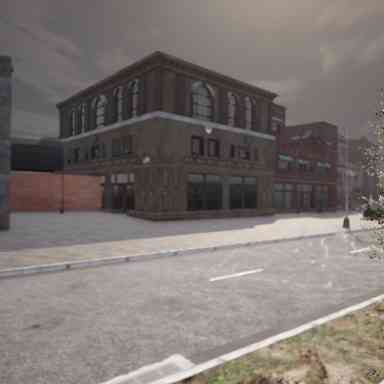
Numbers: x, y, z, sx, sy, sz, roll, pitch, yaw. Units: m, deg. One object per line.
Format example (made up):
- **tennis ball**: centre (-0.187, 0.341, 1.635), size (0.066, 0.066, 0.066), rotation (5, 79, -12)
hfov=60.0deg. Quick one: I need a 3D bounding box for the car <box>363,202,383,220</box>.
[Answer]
- **car**: centre (20.979, 2.060, 34.685), size (2.435, 2.045, 5.566), rotation (3, -2, -44)
